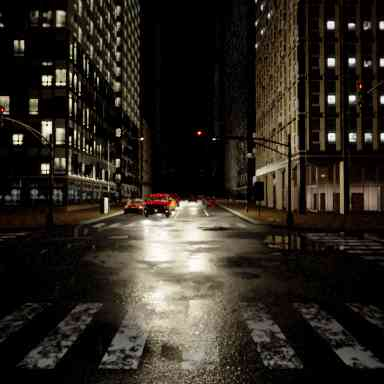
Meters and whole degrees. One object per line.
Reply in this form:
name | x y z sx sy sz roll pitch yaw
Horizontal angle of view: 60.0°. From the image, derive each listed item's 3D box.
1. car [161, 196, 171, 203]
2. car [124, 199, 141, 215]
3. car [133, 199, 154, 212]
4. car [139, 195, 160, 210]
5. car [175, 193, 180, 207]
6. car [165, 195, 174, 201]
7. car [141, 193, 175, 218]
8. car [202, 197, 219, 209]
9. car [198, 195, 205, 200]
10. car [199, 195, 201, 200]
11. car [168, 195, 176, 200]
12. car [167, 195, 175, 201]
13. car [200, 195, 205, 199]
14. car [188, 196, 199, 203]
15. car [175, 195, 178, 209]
car | -5.613 1.573 72.746 1.887 1.381 4.507 1 0 0
car | -5.645 1.453 33.720 1.967 1.590 4.097 1 0 0
car | -5.643 1.597 39.295 1.802 1.307 4.206 1 0 0
car | -5.632 1.332 44.870 2.192 1.841 5.009 1 0 0
car | -3.046 1.242 51.976 2.150 2.045 5.566 0 0 0
car | -5.603 1.578 83.896 1.887 1.381 4.507 1 0 0
car | -3.067 1.233 31.050 2.150 2.045 5.566 0 0 0
car | 2.742 1.599 44.925 1.802 1.307 4.206 1 0 0
car | 2.787 1.584 95.121 1.887 1.381 4.507 1 0 0
car | 2.758 1.590 61.658 1.947 1.339 4.313 1 0 0
car | -5.594 1.605 95.047 1.947 1.339 4.313 1 0 0
car | -5.598 1.587 89.472 2.008 1.369 4.403 1 0 0
car | 2.754 1.547 56.251 1.752 1.417 4.829 1 0 0
car | 0.149 1.574 70.581 2.033 1.411 5.357 0 0 0
car | -3.062 1.494 41.477 1.882 1.535 5.008 0 0 0
